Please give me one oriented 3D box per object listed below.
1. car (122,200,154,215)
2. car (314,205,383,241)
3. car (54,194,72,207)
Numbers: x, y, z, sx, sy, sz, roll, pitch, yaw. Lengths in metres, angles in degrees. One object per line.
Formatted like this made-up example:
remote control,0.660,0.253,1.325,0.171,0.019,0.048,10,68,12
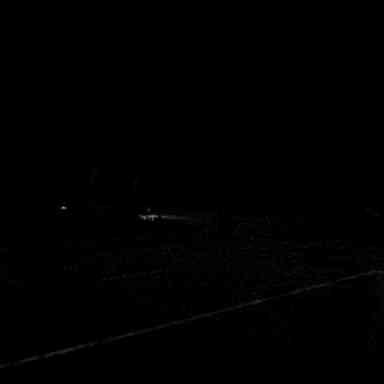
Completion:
car,-6.120,1.687,37.279,2.128,1.511,4.902,1,0,-39
car,9.171,1.555,18.163,2.097,1.767,4.553,1,0,-39
car,-21.729,1.299,56.802,2.150,2.045,5.566,1,0,-39
